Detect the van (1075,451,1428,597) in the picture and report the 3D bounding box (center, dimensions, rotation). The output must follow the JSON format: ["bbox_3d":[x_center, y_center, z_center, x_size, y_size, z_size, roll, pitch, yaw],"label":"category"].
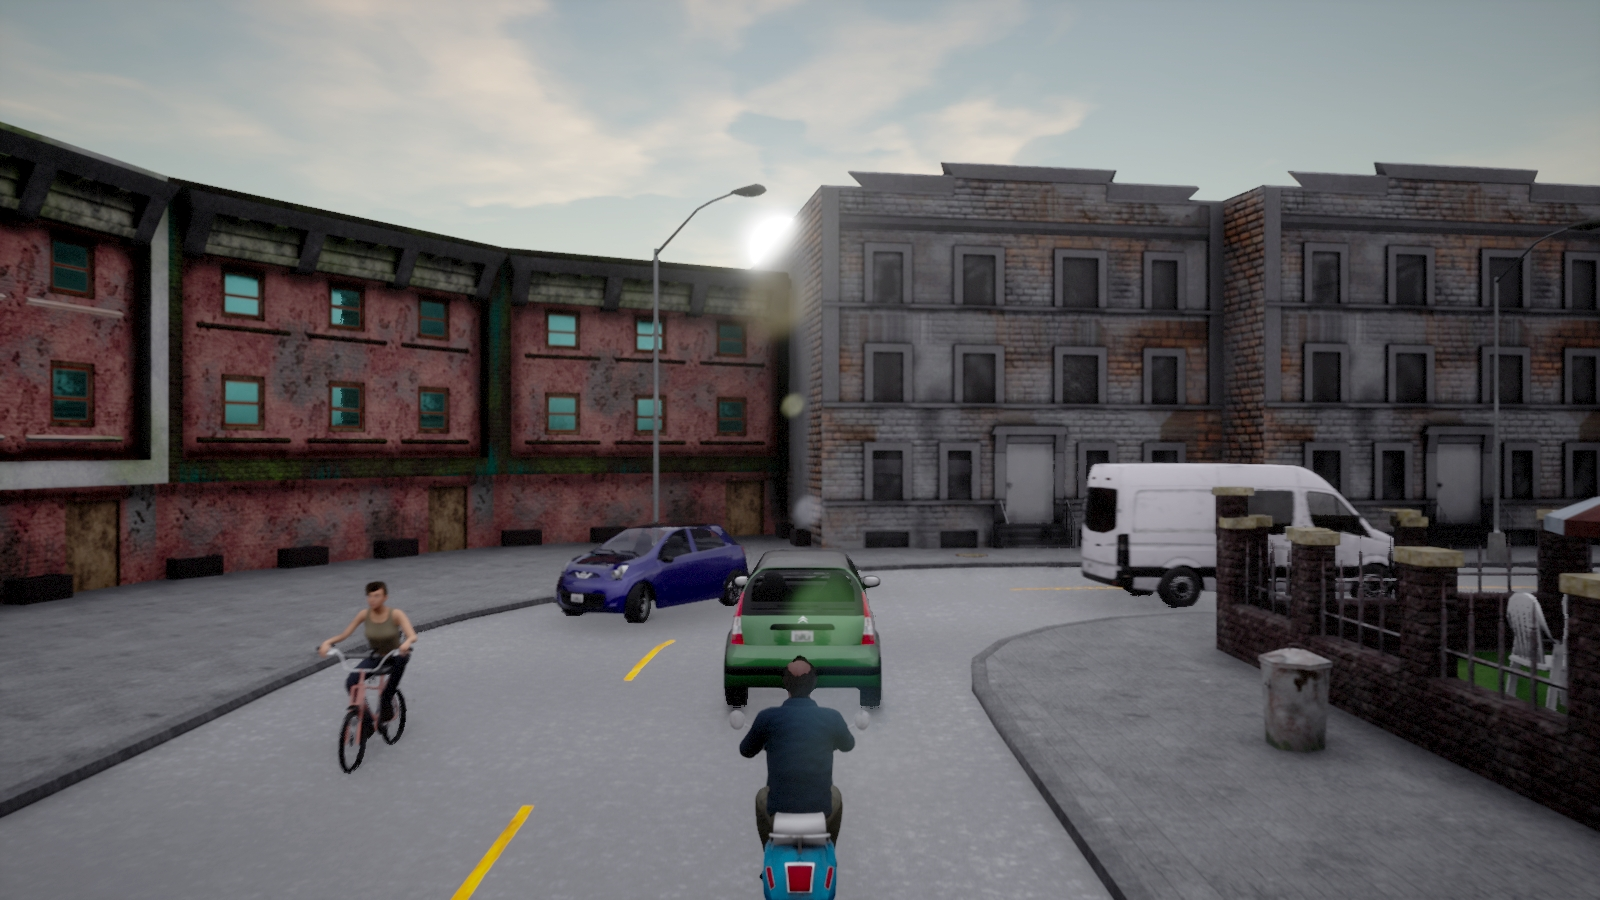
[{"bbox_3d":[8.359,1.314,21.398,5.915,2.561,1.988,0,0,-7],"label":"van"}]

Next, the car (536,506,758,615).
[{"bbox_3d":[-2.548,1.820,19.756,1.845,1.501,3.633,0,0,34],"label":"car"}]

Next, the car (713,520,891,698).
[{"bbox_3d":[0.072,1.780,13.916,1.851,1.617,3.988,0,0,1],"label":"car"}]

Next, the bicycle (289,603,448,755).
[{"bbox_3d":[-3.881,2.036,10.406,0.859,1.080,1.487,0,0,1],"label":"bicycle"}]
